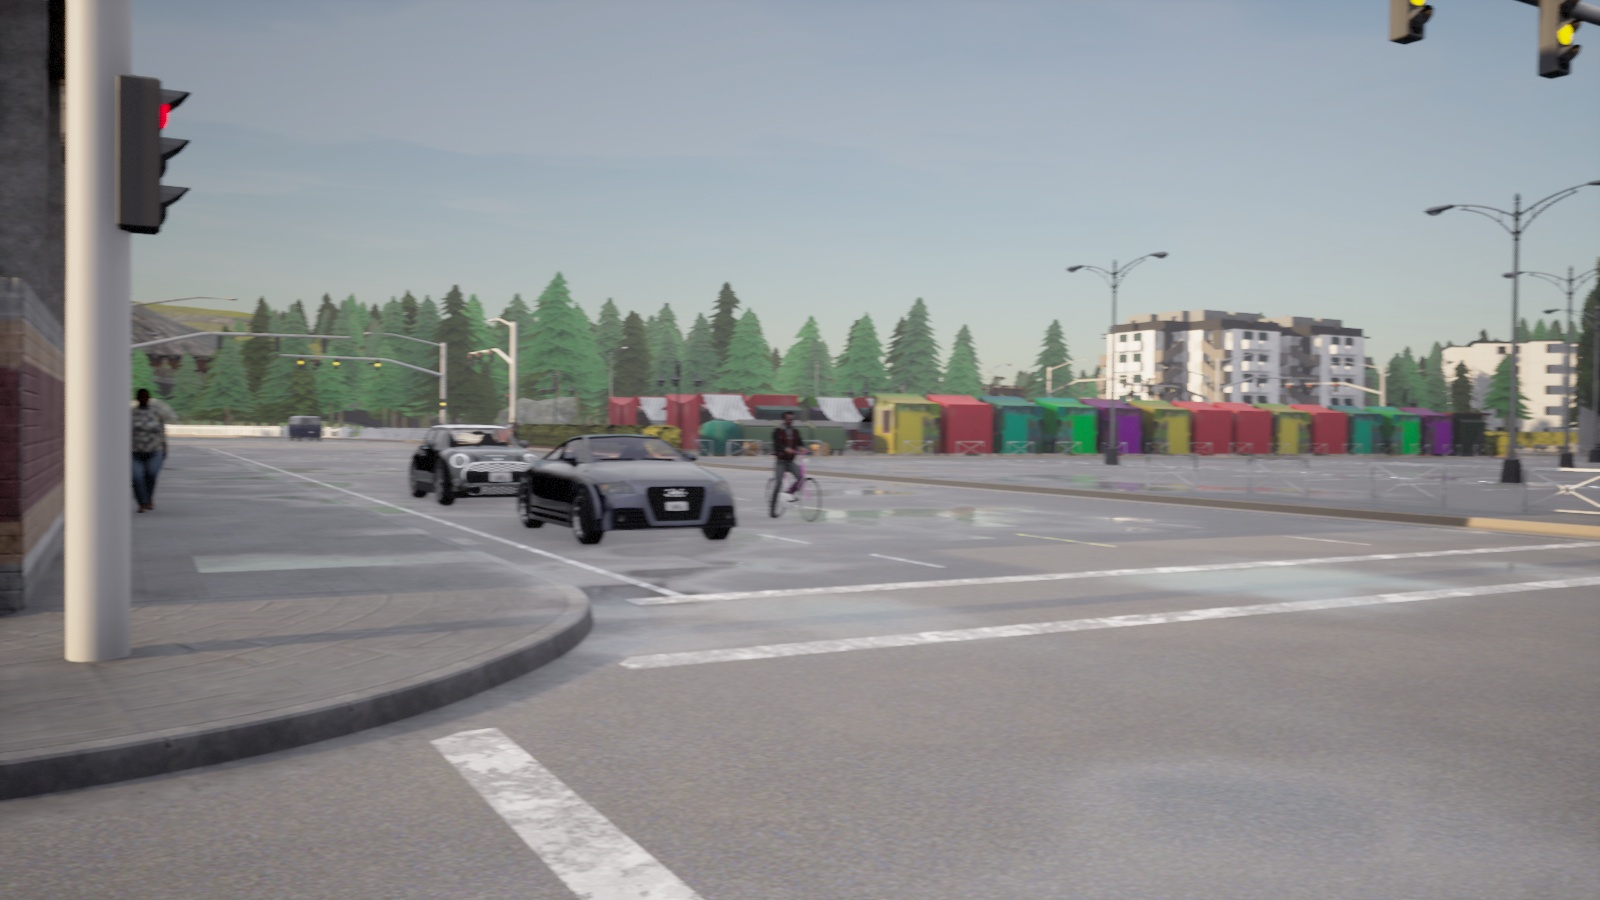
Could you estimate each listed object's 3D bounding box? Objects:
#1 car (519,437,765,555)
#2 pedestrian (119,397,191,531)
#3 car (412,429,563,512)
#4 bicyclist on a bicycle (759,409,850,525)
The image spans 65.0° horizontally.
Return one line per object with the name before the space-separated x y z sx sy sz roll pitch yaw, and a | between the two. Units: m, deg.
car | -2.320 0.523 17.349 1.994 1.385 4.181 -1 1 -28
pedestrian | -9.245 0.183 18.028 0.874 1.855 0.900 -1 1 -26
car | -6.170 0.338 24.526 1.970 1.475 3.806 -1 1 -28
bicyclist on a bicycle | 0.054 0.252 20.326 0.659 1.776 1.843 -1 1 -28
